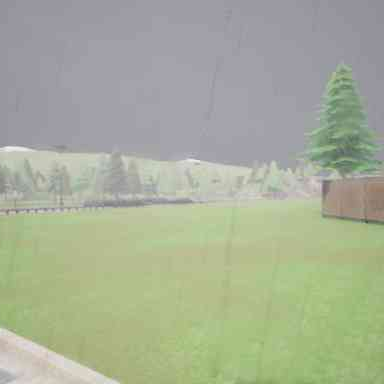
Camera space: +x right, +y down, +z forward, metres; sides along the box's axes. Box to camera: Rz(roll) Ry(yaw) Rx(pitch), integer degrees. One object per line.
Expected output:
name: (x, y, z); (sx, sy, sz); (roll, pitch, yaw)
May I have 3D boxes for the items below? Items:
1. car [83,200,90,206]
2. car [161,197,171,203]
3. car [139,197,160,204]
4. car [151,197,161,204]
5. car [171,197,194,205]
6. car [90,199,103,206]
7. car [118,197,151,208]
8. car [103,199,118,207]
car: (-18.491, 2.049, 63.048); (1.994, 1.385, 4.181); (-1, 0, 35)
car: (-3.912, 1.925, 71.706); (1.895, 1.301, 4.718); (-1, 0, 35)
car: (-9.669, 1.874, 75.690); (1.882, 1.535, 5.008); (-1, 0, 35)
car: (-6.799, 1.888, 73.685); (2.128, 1.511, 4.902); (-1, 0, 35)
car: (-1.534, 1.895, 68.998); (1.837, 1.490, 4.892); (-1, 0, 35)
car: (-15.611, 1.944, 61.060); (2.128, 1.511, 4.902); (-1, 0, 35)
car: (-9.866, 1.894, 57.060); (1.837, 1.490, 4.892); (-1, 0, 35)
car: (-12.735, 1.927, 59.065); (1.837, 1.490, 4.892); (-1, 0, 35)
